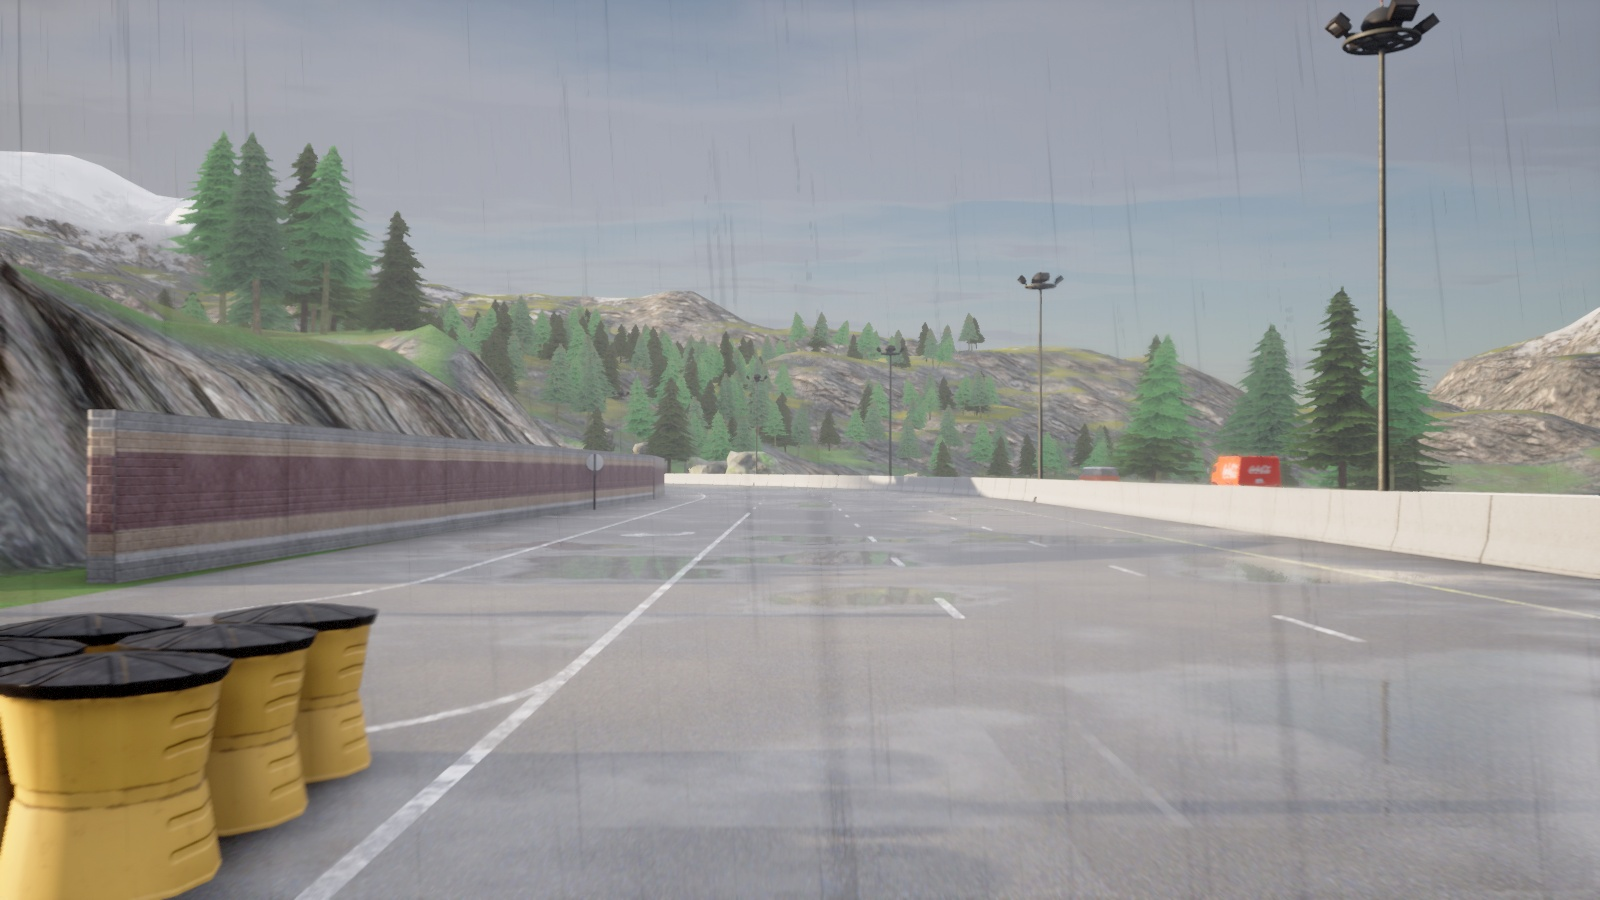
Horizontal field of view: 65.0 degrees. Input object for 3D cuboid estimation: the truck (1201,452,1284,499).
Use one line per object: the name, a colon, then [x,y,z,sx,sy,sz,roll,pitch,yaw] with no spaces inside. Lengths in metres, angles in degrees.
truck: [24.307,1.389,69.180,2.627,2.467,5.204,0,-1,-1]
